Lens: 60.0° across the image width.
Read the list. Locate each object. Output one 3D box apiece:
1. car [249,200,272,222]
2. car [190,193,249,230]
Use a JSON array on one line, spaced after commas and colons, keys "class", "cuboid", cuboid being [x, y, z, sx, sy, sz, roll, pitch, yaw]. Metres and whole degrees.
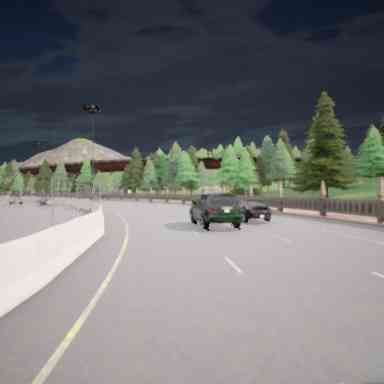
[{"class": "car", "cuboid": [4.070, 1.341, 24.151, 1.837, 1.490, 4.892, 0, 0, -13]}, {"class": "car", "cuboid": [1.344, 1.097, 20.407, 2.150, 2.045, 5.566, 0, 0, -11]}]
